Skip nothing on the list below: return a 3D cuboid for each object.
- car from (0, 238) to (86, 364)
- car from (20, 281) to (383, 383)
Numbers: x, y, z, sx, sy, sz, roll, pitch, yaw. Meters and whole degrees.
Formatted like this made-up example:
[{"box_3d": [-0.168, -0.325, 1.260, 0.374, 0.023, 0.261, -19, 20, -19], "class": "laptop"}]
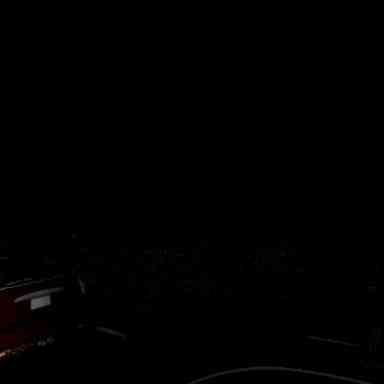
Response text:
[{"box_3d": [-3.572, 1.496, 5.515, 4.097, 1.590, 1.967, -1, -1, 36], "class": "car"}, {"box_3d": [0.989, 1.554, 2.261, 4.403, 1.369, 2.008, -1, -1, 36], "class": "car"}]
